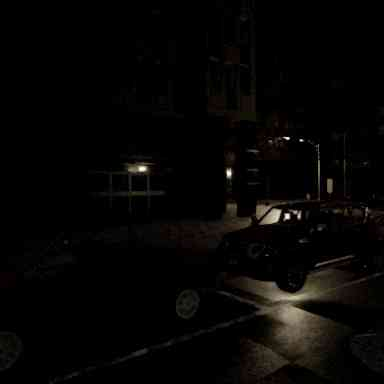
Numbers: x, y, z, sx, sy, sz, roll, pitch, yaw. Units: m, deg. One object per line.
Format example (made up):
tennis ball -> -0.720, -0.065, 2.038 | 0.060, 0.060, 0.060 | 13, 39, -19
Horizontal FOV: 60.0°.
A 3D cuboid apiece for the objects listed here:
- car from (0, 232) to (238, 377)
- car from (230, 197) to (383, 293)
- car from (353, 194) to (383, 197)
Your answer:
car -> -1.605, 1.515, 5.501 | 4.507, 1.381, 1.887 | -1, 1, -35
car -> 2.953, 1.194, 8.750 | 5.009, 1.841, 2.192 | -1, 1, -35
car -> 16.130, 0.948, 29.698 | 2.128, 1.511, 4.902 | -1, 1, -36
